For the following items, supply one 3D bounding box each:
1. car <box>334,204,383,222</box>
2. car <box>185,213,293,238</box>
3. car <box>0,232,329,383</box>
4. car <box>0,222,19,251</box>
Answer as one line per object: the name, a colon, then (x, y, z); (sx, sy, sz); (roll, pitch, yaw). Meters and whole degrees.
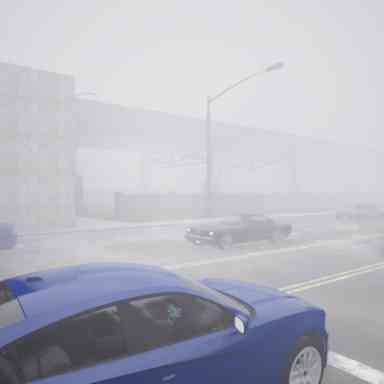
car: (13.326, 1.600, 26.412); (4.718, 1.301, 1.895); (0, 0, -36)
car: (2.034, 1.601, 14.047); (4.718, 1.301, 1.895); (0, 0, -36)
car: (-0.656, 1.478, 3.279); (5.008, 1.535, 1.882); (0, 0, -36)
car: (-8.480, 1.477, 10.839); (5.008, 1.535, 1.882); (0, 0, -36)
